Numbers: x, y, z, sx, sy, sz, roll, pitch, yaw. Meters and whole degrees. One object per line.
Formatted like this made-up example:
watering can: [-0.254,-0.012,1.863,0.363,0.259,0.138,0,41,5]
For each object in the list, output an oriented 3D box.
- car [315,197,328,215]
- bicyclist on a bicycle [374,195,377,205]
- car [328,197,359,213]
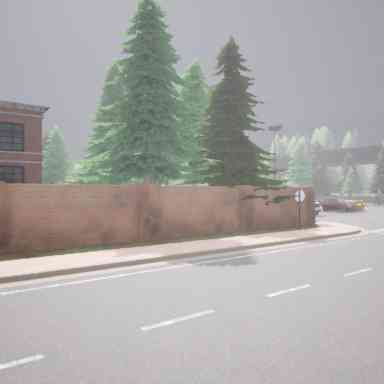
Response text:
car: [9.912,1.222,32.602,2.150,2.045,5.566,0,0,-35]
bicyclist on a bicycle: [30.122,1.300,54.233,1.656,1.620,0.582,0,0,-35]
car: [15.777,1.353,36.428,2.097,1.767,4.553,0,0,-35]
